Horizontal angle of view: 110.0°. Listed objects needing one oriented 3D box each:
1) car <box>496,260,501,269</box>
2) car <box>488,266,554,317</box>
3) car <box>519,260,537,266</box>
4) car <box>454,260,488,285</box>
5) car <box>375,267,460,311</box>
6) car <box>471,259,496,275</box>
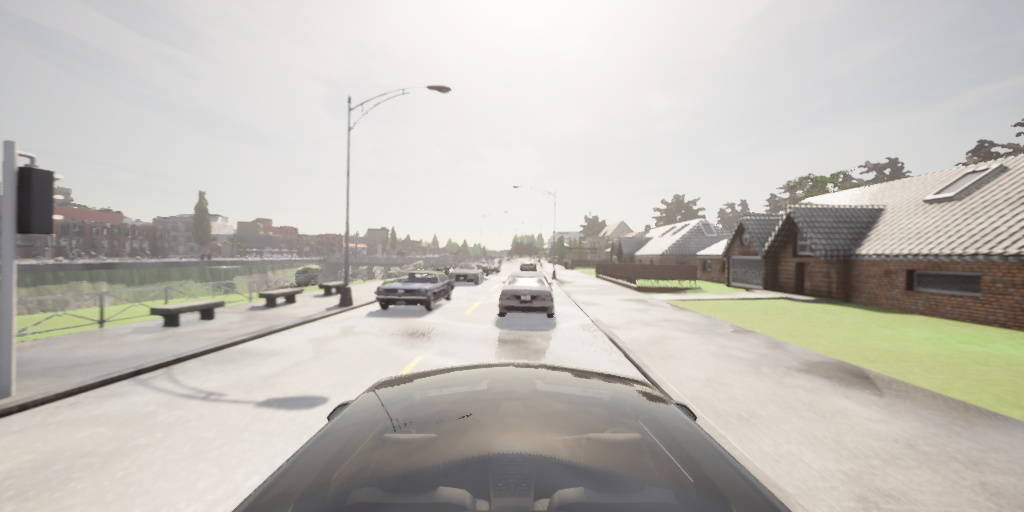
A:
[{"bbox_3d":[-2.236,1.172,40.612,2.033,1.411,5.357,1,0,3],"label":"car"},{"bbox_3d":[0.539,1.277,13.071,2.033,1.411,5.357,1,0,3],"label":"car"},{"bbox_3d":[1.836,1.174,40.411,2.128,1.511,4.902,1,0,3],"label":"car"},{"bbox_3d":[-3.083,1.202,24.615,1.994,1.385,4.181,1,0,3],"label":"car"},{"bbox_3d":[-3.588,1.257,14.119,1.895,1.301,4.718,1,0,3],"label":"car"},{"bbox_3d":[-2.760,0.901,29.423,1.994,1.385,4.181,1,0,3],"label":"car"}]
